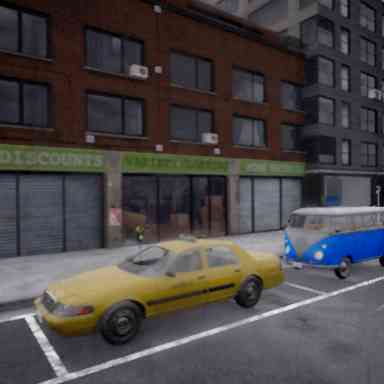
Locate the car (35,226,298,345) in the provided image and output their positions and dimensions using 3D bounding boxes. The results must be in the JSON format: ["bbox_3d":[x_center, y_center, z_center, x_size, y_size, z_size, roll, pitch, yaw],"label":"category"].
[{"bbox_3d":[-0.295,1.519,6.334,4.829,1.417,1.752,0,-1,-36],"label":"car"}]

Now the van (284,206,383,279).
[{"bbox_3d":[4.388,1.324,9.678,3.998,1.788,1.690,0,-1,-36],"label":"van"}]
